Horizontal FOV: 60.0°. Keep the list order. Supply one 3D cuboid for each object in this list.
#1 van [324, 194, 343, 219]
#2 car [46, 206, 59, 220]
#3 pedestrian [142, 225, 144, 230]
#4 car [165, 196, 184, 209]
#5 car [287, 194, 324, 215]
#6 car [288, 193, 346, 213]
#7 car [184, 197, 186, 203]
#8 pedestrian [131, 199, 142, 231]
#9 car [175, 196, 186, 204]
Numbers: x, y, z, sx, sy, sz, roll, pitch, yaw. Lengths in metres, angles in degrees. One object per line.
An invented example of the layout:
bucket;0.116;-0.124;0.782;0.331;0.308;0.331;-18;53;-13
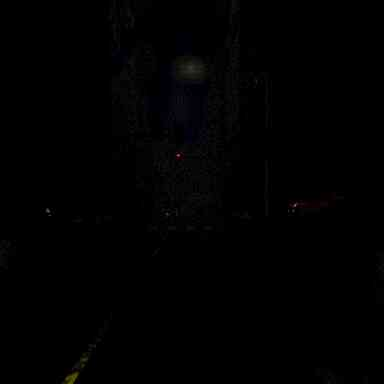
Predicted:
van;12.383;1.198;24.825;3.998;1.788;1.690;-1;1;1
car;-13.545;1.508;27.708;4.553;1.767;2.097;-1;0;1
pedestrian;-3.177;1.286;19.288;0.375;1.860;0.375;0;0;1
car;-2.585;1.553;45.499;1.994;1.385;4.181;0;0;1
car;11.117;1.183;30.647;4.553;1.767;2.097;-1;0;-2
car;12.456;1.110;33.349;5.009;1.841;2.192;-1;1;1
car;-2.462;1.542;56.035;2.033;1.411;5.357;0;0;1
pedestrian;-3.184;1.286;18.672;0.375;1.860;0.375;0;0;1
car;-2.277;1.570;66.873;1.994;1.385;4.181;0;0;1
